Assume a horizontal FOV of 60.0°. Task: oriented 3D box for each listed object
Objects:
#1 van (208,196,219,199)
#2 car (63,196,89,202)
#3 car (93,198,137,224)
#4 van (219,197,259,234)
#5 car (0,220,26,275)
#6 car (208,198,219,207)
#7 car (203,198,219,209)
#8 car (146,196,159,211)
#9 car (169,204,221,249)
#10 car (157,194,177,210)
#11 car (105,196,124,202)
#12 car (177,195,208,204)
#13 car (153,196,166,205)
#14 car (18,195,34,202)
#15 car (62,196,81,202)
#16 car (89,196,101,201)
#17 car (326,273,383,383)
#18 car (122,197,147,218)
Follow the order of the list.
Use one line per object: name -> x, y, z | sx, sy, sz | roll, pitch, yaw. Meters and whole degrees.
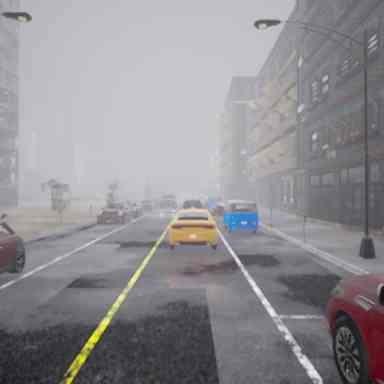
van -> 2.698, 1.376, 41.689 | 1.690, 1.788, 3.998 | 1, 0, 0
car -> -26.389, 1.521, 76.002 | 4.097, 1.590, 1.967 | 0, -1, 1
car -> -5.655, 1.467, 24.717 | 1.967, 1.590, 4.097 | 1, 0, 0
van -> 2.700, 1.363, 19.103 | 1.690, 1.788, 3.998 | 1, 0, 0
car -> -5.683, 1.450, 7.779 | 1.967, 1.590, 4.097 | 1, 0, 0
car -> 2.696, 1.575, 30.397 | 1.887, 1.381, 4.507 | 1, 0, 0
car -> 2.693, 1.602, 47.335 | 1.947, 1.339, 4.313 | 1, 0, 0
car -> -5.653, 1.579, 41.654 | 1.887, 1.381, 4.507 | 1, 0, 0
car -> 0.074, 1.496, 14.729 | 1.882, 1.535, 5.008 | 0, 0, 1
car -> -3.103, 1.260, 44.643 | 2.150, 2.045, 5.566 | 0, 0, 0
car -> -19.731, 1.725, 84.550 | 4.403, 1.369, 2.008 | 0, -1, 1
car -> 0.065, 1.380, 28.668 | 2.097, 1.767, 4.553 | 0, 0, 0
car -> -5.654, 1.475, 58.592 | 1.967, 1.590, 4.097 | 1, 0, 0
car -> -42.927, 1.597, 84.821 | 5.009, 1.841, 2.192 | 0, -1, 1
car -> -30.692, 1.807, 84.698 | 4.206, 1.307, 1.802 | 0, -1, 1
car -> -25.212, 1.765, 84.624 | 4.313, 1.339, 1.947 | 0, -1, 1
car -> 2.703, 1.318, 2.165 | 2.192, 1.841, 5.009 | 1, 0, 0
car -> -5.650, 1.470, 30.364 | 1.967, 1.590, 4.097 | 1, 0, 0
